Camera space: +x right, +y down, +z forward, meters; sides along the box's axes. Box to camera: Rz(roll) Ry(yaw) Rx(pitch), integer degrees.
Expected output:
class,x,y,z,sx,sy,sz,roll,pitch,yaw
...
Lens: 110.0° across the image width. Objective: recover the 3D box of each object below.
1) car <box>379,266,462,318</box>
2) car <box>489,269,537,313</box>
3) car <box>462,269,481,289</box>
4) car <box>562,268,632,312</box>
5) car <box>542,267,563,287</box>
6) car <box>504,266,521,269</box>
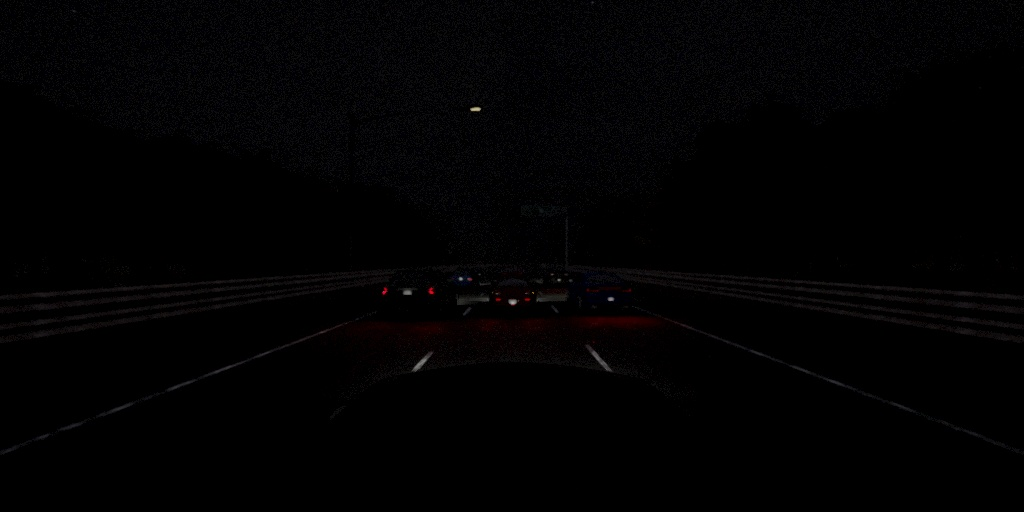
class,x,y,z,sx,sy,sz,roll,pitch,yaw
car,-3.455,1.272,14.046,2.097,1.767,4.553,0,-1,1
car,0.050,1.457,14.867,1.812,1.442,4.674,0,-1,0
car,-3.480,1.653,26.971,2.033,1.411,5.357,0,-1,0
car,3.552,1.415,15.284,1.882,1.535,5.008,0,-1,0
car,3.544,1.628,29.114,2.128,1.511,4.902,0,-1,1
car,0.052,1.631,30.307,1.882,1.535,5.008,0,0,0
